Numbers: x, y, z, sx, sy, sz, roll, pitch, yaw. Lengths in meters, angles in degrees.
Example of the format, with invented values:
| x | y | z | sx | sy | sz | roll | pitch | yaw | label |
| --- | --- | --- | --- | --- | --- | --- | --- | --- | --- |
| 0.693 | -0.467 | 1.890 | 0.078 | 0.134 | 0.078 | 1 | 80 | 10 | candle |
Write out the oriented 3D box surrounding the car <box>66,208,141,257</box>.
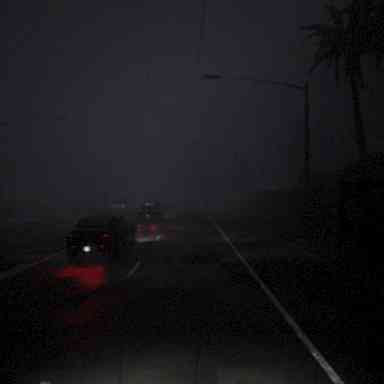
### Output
| x | y | z | sx | sy | sz | roll | pitch | yaw | label |
| --- | --- | --- | --- | --- | --- | --- | --- | --- | --- |
| -3.482 | 1.627 | 13.483 | 1.837 | 1.490 | 4.892 | 0 | 0 | 0 | car |

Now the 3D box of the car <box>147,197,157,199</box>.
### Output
| x | y | z | sx | sy | sz | roll | pitch | yaw | label |
| --- | --- | --- | --- | --- | --- | --- | --- | --- | --- |
| -8.497 | 1.737 | 69.922 | 1.994 | 1.385 | 4.181 | 0 | 0 | 14 | car |

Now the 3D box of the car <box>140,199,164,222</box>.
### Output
| x | y | z | sx | sy | sz | roll | pitch | yaw | label |
| --- | --- | --- | --- | --- | --- | --- | --- | --- | --- |
| -3.480 | 1.653 | 28.473 | 2.128 | 1.511 | 4.902 | 0 | 0 | 0 | car |

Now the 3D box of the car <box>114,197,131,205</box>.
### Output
| x | y | z | sx | sy | sz | roll | pitch | yaw | label |
| --- | --- | --- | --- | --- | --- | --- | --- | --- | --- |
| -13.334 | 1.675 | 63.816 | 1.882 | 1.535 | 5.008 | -1 | 0 | 8 | car |
